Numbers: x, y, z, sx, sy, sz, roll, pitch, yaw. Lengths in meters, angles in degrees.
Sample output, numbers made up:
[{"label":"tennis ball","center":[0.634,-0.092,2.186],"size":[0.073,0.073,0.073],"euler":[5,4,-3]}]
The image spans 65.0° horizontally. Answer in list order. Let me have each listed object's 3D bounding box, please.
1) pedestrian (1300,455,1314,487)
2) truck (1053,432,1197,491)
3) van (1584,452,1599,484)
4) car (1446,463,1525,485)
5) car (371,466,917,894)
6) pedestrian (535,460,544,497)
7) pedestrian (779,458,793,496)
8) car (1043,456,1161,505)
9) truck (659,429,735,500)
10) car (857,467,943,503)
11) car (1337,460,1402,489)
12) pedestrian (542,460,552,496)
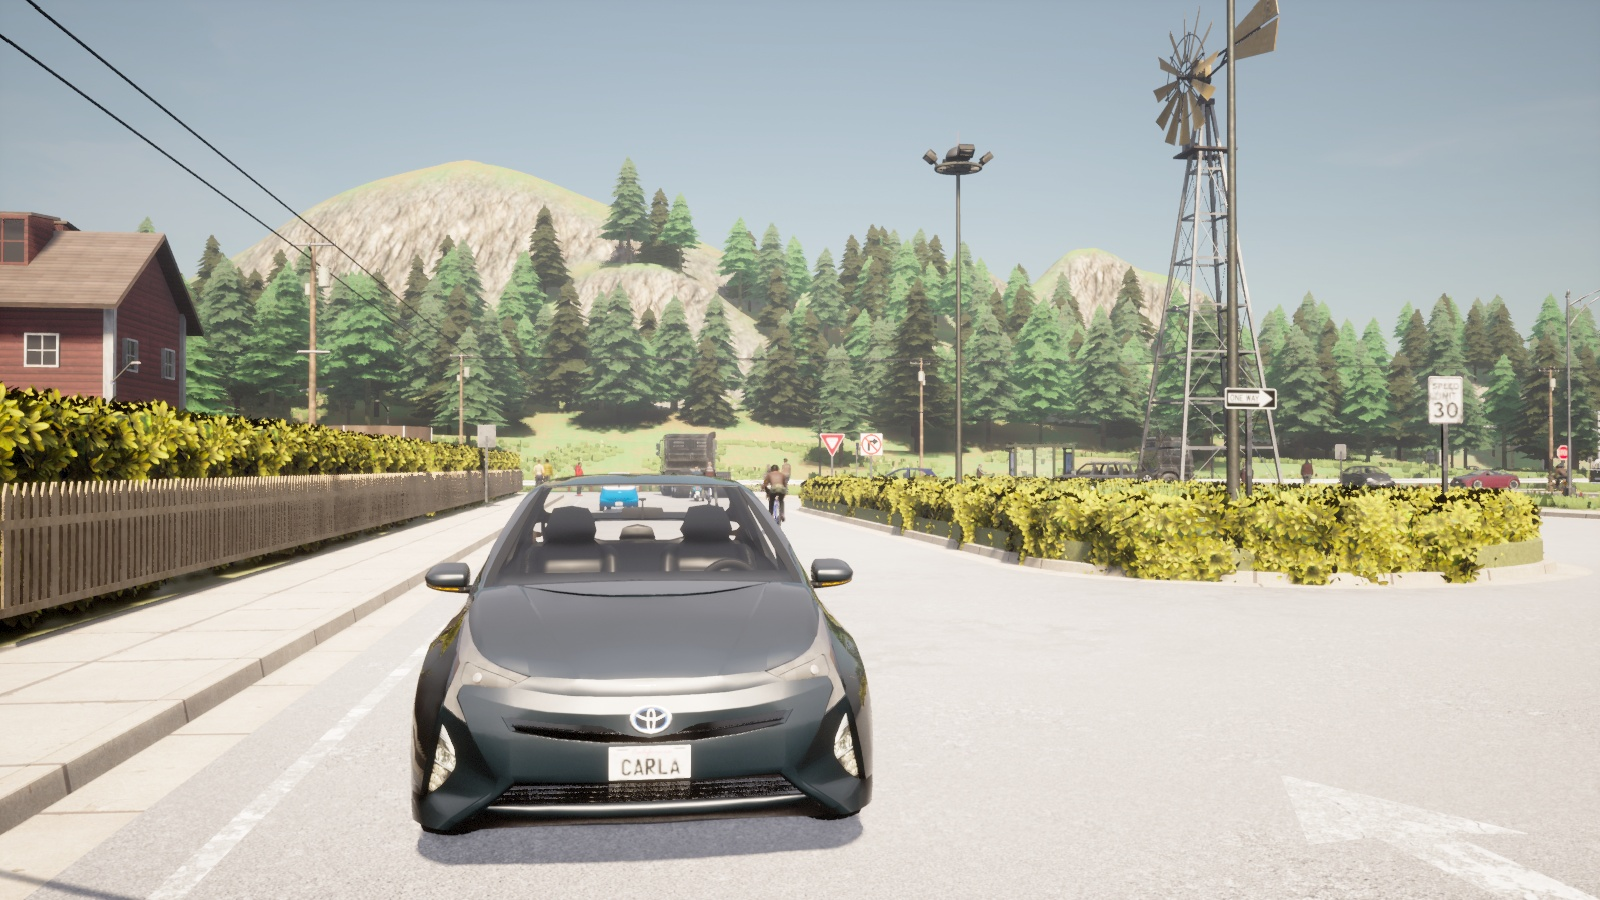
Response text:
[{"label":"pedestrian","center":[29.227,1.187,72.391],"size":[0.634,1.844,0.899],"euler":[-1,-1,31]},{"label":"truck","center":[19.659,0.681,76.158],"size":[7.936,3.462,2.891],"euler":[0,-1,-8]},{"label":"van","center":[53.349,1.156,80.929],"size":[4.480,2.038,2.069],"euler":[0,-1,-8]},{"label":"car","center":[45.465,1.597,83.338],"size":[4.181,1.385,1.994],"euler":[0,-1,-8]},{"label":"car","center":[-0.869,0.862,6.907],"size":[2.007,1.525,4.514],"euler":[0,-1,-8]},{"label":"pedestrian","center":[-12.945,1.418,62.374],"size":[0.345,1.836,0.594],"euler":[0,-1,-4]},{"label":"pedestrian","center":[-0.663,1.275,59.685],"size":[0.328,1.805,0.869],"euler":[0,-1,-24]},{"label":"car","center":[12.093,1.203,50.584],"size":[1.932,1.855,4.605],"euler":[0,-1,-30]},{"label":"truck","center":[-5.481,0.757,65.464],"size":[2.891,3.462,7.936],"euler":[0,-1,-13]},{"label":"car","center":[4.357,1.518,54.319],"size":[3.633,1.501,1.845],"euler":[-1,-1,7]},{"label":"car","center":[32.828,1.397,72.499],"size":[1.851,1.617,3.988],"euler":[-1,-1,-1]},{"label":"pedestrian","center":[-13.218,1.463,65.525],"size":[0.431,1.840,0.709],"euler":[0,-1,-6]}]
